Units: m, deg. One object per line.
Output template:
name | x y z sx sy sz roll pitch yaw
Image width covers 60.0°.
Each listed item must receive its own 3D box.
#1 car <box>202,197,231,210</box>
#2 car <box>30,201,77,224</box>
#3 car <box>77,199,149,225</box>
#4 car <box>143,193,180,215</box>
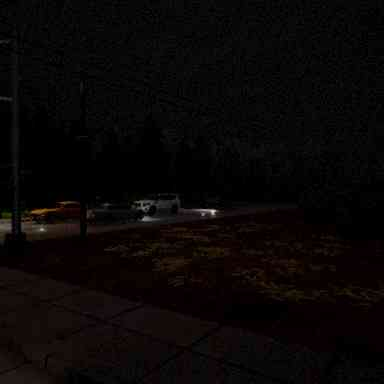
car | 3.201 1.399 42.217 1.837 1.490 4.892 0 0 37
car | -9.579 1.484 25.030 1.882 1.535 5.008 0 0 37
car | -5.626 1.515 24.148 1.812 1.442 4.674 0 0 37
car | -3.464 1.174 33.270 2.150 2.045 5.566 0 0 36
